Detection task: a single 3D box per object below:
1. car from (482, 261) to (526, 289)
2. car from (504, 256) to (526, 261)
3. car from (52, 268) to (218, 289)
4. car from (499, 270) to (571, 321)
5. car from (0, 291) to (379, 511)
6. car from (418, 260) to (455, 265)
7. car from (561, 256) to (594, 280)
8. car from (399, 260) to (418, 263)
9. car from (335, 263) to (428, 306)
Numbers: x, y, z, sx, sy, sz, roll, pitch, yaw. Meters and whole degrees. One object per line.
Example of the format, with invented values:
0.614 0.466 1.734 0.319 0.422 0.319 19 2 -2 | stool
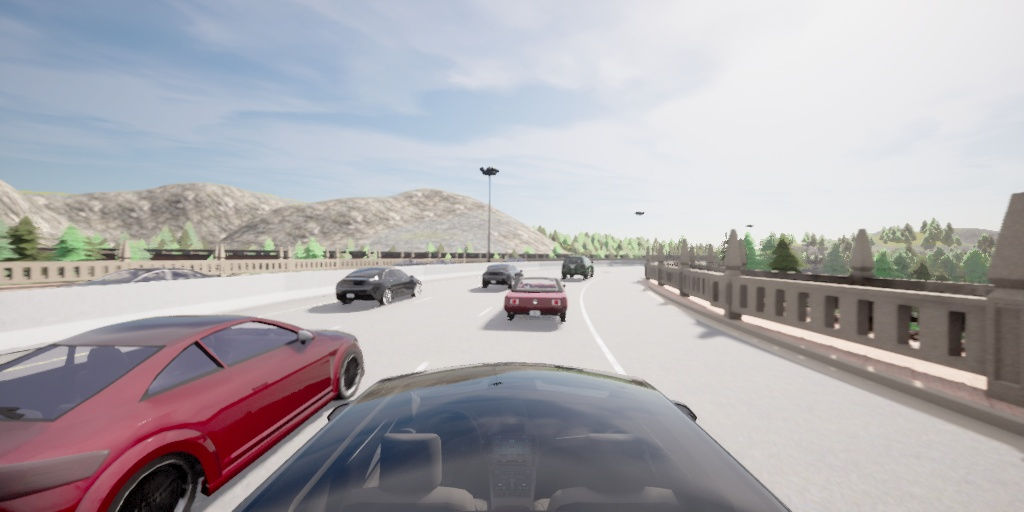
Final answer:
-0.505 1.262 23.056 1.837 1.490 4.892 0 0 14 | car
0.326 0.846 52.684 2.097 1.767 4.553 0 0 31 | car
-13.245 1.181 12.918 2.128 1.511 4.902 0 0 8 | car
0.946 1.360 12.548 1.895 1.301 4.718 0 0 7 | car
-3.244 1.299 3.767 1.994 1.385 4.181 0 0 1 | car
-8.557 1.219 43.053 2.128 1.511 4.902 0 0 23 | car
5.903 1.013 31.855 2.150 2.045 5.566 0 0 21 | car
-12.383 1.200 43.021 2.128 1.511 4.902 0 0 23 | car
-5.596 1.233 15.647 1.837 1.490 4.892 0 0 9 | car
